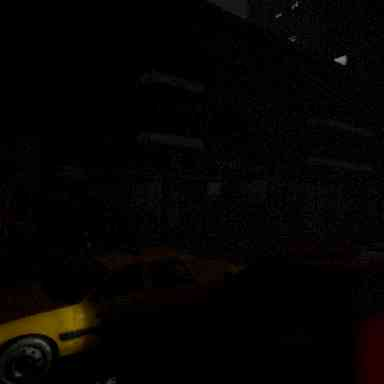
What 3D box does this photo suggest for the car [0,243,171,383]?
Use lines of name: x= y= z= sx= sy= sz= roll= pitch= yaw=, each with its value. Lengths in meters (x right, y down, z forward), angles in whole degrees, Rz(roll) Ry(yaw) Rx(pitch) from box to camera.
car: x=-1.188 y=1.535 z=5.224 sx=4.829 sy=1.417 sz=1.752 roll=0 pitch=1 yaw=-35

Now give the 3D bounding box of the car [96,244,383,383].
car: x=1.598 y=1.494 z=4.213 sx=5.008 sy=1.535 sz=1.882 roll=0 pitch=0 yaw=-35
